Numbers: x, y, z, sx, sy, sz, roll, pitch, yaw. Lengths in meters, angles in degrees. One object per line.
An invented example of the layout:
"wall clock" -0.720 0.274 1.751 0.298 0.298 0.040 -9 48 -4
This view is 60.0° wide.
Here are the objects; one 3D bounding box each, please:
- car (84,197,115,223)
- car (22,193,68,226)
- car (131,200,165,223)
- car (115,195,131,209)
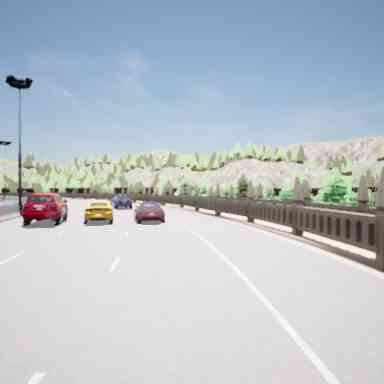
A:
"car" -6.714 1.358 24.170 1.882 1.535 5.008 0 0 -13
"car" -9.959 1.113 22.905 2.150 2.045 5.566 0 0 -14
"car" -3.164 1.439 24.306 1.994 1.385 4.181 0 0 -13
"car" -8.832 1.146 41.174 2.097 1.767 4.553 0 0 -23
